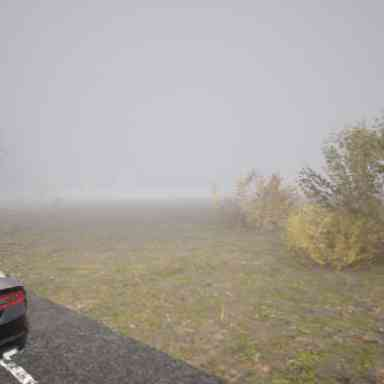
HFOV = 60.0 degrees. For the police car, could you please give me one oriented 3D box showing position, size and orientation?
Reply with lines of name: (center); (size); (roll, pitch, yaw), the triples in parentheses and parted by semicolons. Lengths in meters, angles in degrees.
police car: (-4.391, 1.456, 5.190); (5.238, 1.638, 1.930); (-1, 1, 42)
